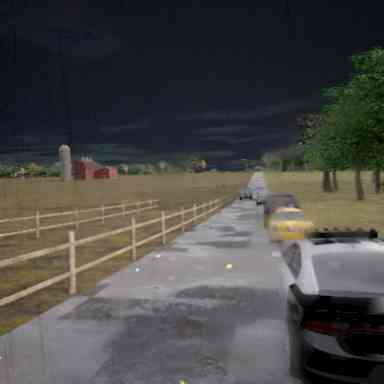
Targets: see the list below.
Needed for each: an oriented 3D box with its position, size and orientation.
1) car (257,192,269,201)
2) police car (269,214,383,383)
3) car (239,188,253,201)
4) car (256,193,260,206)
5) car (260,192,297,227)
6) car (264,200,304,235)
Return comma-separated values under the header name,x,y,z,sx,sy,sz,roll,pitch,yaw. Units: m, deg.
name,x,y,z,sx,sy,sz,roll,pitch,yaw
car,11.704,0.702,55.130,1.895,1.301,4.718,-2,2,12
police car,2.405,1.405,5.479,1.930,1.638,5.238,-2,0,12
car,9.251,0.357,56.916,2.150,2.045,5.566,-2,2,12
car,9.178,1.072,42.600,1.895,1.301,4.718,-2,1,12
car,5.587,1.102,21.071,2.150,2.045,5.566,-2,0,12
car,4.425,1.395,15.352,1.801,1.575,5.366,-2,0,12
